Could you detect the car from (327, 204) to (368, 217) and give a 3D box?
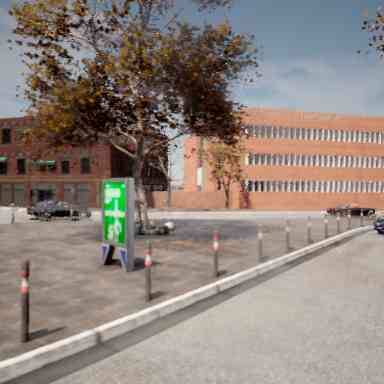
[{"bbox_3d":[16.509,1.887,34.271,4.718,1.301,1.895,1,0,-12],"label":"car"}]

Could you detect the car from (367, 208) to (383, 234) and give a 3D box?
[{"bbox_3d":[12.405,1.691,19.517,5.357,1.411,2.033,1,0,-45],"label":"car"}]

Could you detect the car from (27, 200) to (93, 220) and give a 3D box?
[{"bbox_3d":[-10.484,1.451,26.668,4.902,1.511,2.128,3,-2,-35],"label":"car"}]
